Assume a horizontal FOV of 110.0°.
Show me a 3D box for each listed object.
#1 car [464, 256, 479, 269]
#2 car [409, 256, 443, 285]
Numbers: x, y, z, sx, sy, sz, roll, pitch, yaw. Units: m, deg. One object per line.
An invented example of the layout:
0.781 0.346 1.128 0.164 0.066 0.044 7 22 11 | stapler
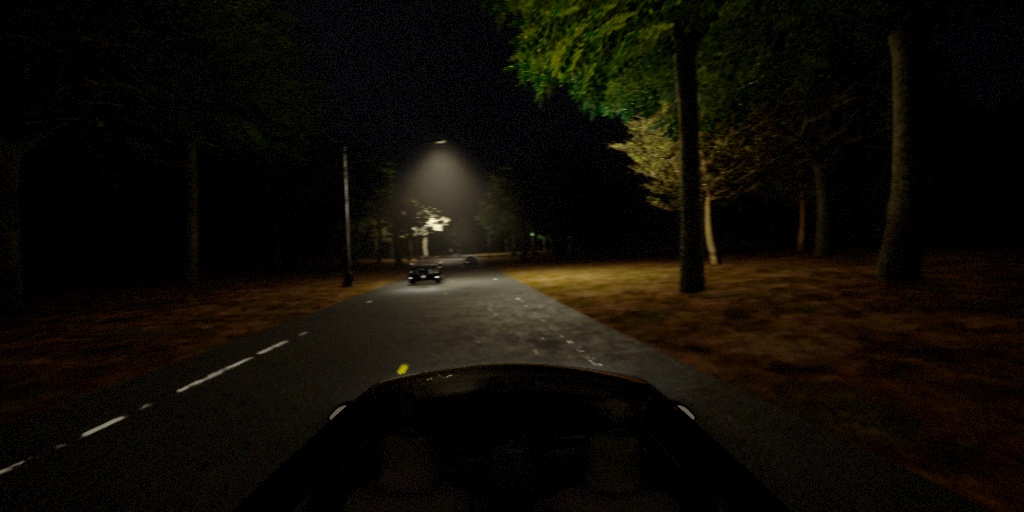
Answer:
-5.871 1.011 51.828 2.128 1.511 4.902 -2 1 -7 | car
-6.599 1.073 28.021 2.150 2.045 5.566 -2 1 -7 | car
